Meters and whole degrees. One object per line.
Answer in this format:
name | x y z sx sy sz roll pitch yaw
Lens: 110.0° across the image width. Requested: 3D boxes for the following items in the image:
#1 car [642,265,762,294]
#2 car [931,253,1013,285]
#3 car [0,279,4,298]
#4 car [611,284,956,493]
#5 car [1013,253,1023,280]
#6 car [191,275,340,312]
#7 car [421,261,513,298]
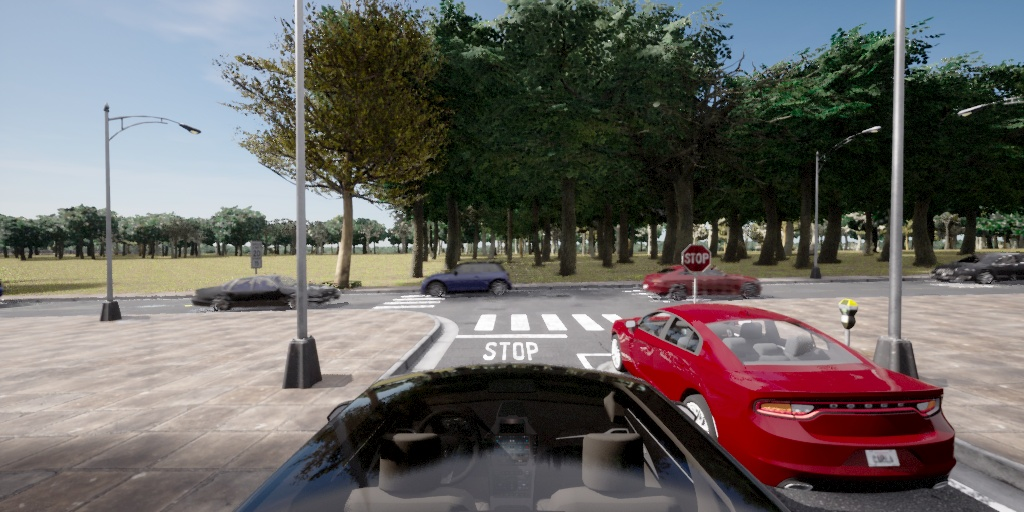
car | 7.953 1.078 15.211 4.674 1.442 1.812 -1 1 0
car | 24.328 0.633 18.176 4.892 1.490 1.837 -1 1 0
car | -29.522 1.627 18.123 5.566 2.045 2.150 -1 1 0
car | 2.633 1.294 4.769 1.888 1.381 4.507 0 0 0
car | 25.315 0.647 15.230 4.902 1.511 2.128 -1 1 0
car | -10.314 1.531 15.197 5.357 1.411 2.033 -1 1 0
car | -2.243 1.093 18.150 4.553 1.767 2.097 -1 1 0
